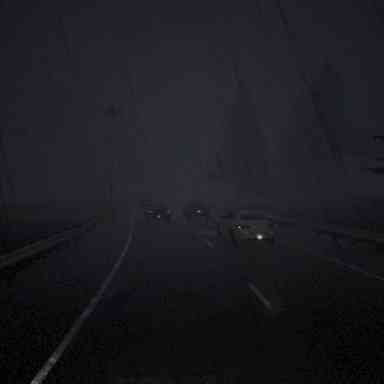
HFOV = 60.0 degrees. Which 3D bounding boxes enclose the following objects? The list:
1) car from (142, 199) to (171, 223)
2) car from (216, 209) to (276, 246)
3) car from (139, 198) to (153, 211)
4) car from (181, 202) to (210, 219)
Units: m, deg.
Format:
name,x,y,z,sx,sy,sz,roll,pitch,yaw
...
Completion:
name,x,y,z,sx,sy,sz,roll,pitch,yaw
car,-2.687,1.527,25.500,1.812,1.442,4.674,0,0,-9
car,2.369,1.518,15.297,1.812,1.442,4.674,0,0,-7
car,-5.568,1.502,41.675,1.837,1.490,4.892,0,-1,-11
car,0.249,1.558,29.189,1.994,1.385,4.181,0,0,-9
